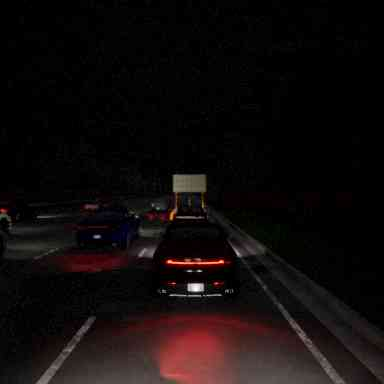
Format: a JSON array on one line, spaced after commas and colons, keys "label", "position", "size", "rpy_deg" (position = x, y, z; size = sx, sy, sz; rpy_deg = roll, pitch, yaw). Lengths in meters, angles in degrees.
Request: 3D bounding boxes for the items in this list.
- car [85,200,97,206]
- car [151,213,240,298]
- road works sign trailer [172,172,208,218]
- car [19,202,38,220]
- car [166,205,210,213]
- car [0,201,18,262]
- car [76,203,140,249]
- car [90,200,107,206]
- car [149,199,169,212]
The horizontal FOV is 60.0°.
[{"label": "car", "position": [-10.686, 1.600, 38.231], "size": [1.895, 1.301, 4.718], "rpy_deg": [0, 0, 0]}, {"label": "car", "position": [0.052, 1.505, 8.525], "size": [1.837, 1.490, 4.892], "rpy_deg": [0, 0, 0]}, {"label": "road works sign trailer", "position": [-0.174, 0.464, 22.782], "size": [2.380, 3.560, 2.880], "rpy_deg": [0, 0, -3]}, {"label": "car", "position": [-14.090, 1.505, 26.525], "size": [1.837, 1.490, 4.892], "rpy_deg": [0, 0, 0]}, {"label": "car", "position": [-0.051, 1.488, 18.912], "size": [2.128, 1.511, 4.902], "rpy_deg": [0, 0, 1]}, {"label": "car", "position": [-6.942, 1.223, 8.274], "size": [2.150, 2.045, 5.566], "rpy_deg": [0, 0, 0]}, {"label": "car", "position": [-3.493, 1.477, 14.664], "size": [1.882, 1.535, 5.008], "rpy_deg": [0, 0, 0]}, {"label": "car", "position": [-7.113, 1.601, 29.357], "size": [1.895, 1.301, 4.718], "rpy_deg": [0, 0, 0]}, {"label": "car", "position": [-3.685, 1.526, 38.124], "size": [1.812, 1.442, 4.674], "rpy_deg": [0, 0, 0]}]
